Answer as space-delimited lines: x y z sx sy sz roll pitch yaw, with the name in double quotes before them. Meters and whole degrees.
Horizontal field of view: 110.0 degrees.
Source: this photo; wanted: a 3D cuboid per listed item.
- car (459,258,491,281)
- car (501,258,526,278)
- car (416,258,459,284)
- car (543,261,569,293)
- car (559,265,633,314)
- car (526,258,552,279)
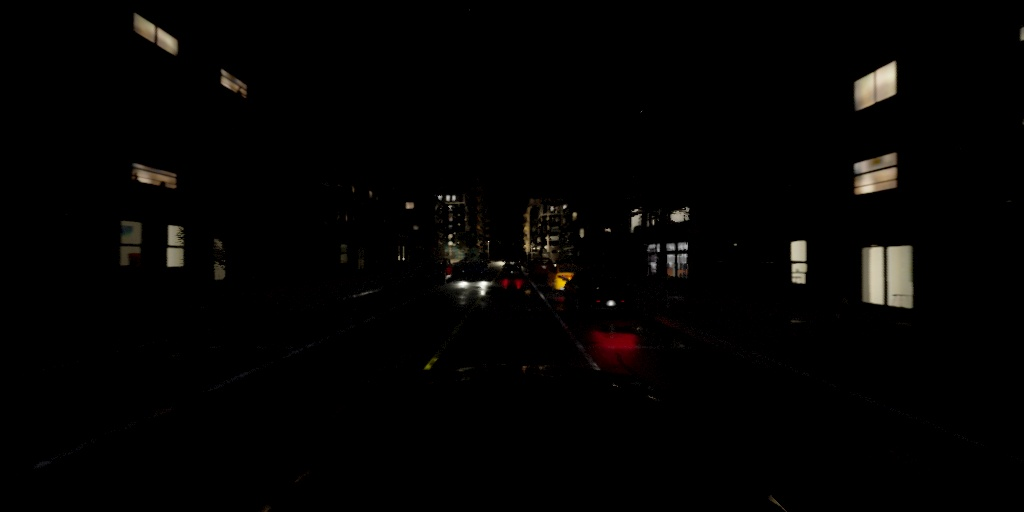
"car" -3.105 1.224 30.544 1.882 1.535 5.008 0 0 0
"car" 0.023 1.236 34.115 2.128 1.511 4.902 0 0 1
"car" -5.698 1.061 27.099 2.192 1.841 5.009 0 0 0
"car" 3.133 1.225 20.802 1.882 1.535 5.008 0 0 0
"car" 3.141 1.252 13.801 1.837 1.490 4.892 0 0 0
"car" 2.681 1.061 32.634 2.192 1.841 5.009 0 0 0
